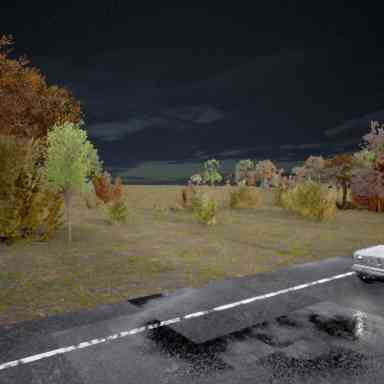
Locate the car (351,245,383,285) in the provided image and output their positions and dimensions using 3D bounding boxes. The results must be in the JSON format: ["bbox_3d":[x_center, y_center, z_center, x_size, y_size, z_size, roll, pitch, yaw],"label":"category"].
[{"bbox_3d":[6.024,1.598,8.323,4.718,1.301,1.895,0,0,-36],"label":"car"}]
